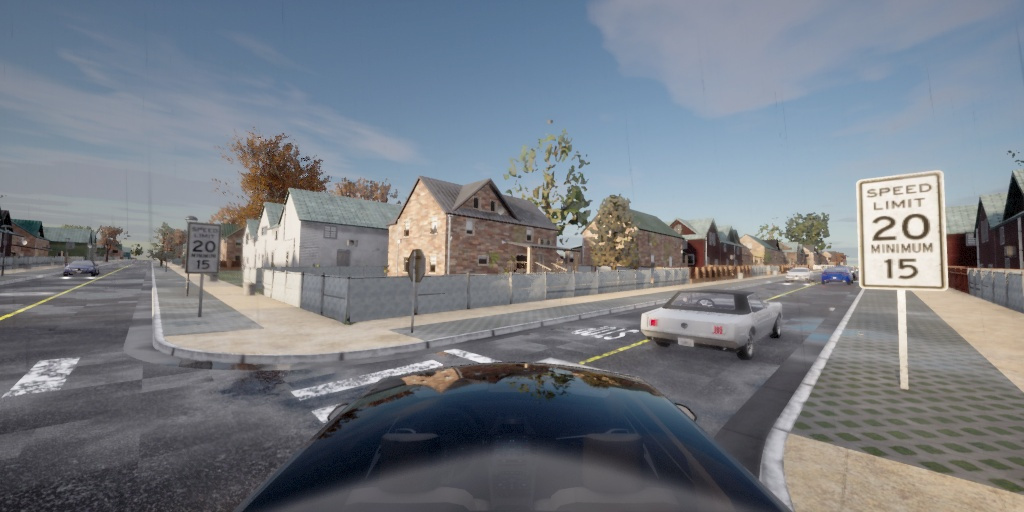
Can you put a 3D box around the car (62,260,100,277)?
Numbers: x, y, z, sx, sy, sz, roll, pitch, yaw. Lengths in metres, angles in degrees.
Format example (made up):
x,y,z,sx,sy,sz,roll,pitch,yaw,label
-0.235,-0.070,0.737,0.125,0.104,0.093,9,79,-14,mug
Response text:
x,y,z,sx,sy,sz,roll,pitch,yaw,label
-40.004,1.130,33.408,4.674,1.442,1.812,0,-3,45,car

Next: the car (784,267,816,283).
x,y,z,sx,sy,sz,roll,pitch,yaw,label
28.325,1.855,35.207,4.674,1.442,1.812,1,-2,-44,car

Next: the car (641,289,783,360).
x,y,z,sx,sy,sz,roll,pitch,yaw,label
5.025,1.441,8.633,4.718,1.301,1.895,1,-2,-44,car

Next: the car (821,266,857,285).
x,y,z,sx,sy,sz,roll,pitch,yaw,label
28.917,1.719,31.860,5.008,1.535,1.882,1,-2,-44,car
